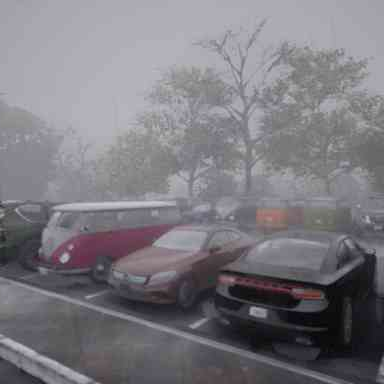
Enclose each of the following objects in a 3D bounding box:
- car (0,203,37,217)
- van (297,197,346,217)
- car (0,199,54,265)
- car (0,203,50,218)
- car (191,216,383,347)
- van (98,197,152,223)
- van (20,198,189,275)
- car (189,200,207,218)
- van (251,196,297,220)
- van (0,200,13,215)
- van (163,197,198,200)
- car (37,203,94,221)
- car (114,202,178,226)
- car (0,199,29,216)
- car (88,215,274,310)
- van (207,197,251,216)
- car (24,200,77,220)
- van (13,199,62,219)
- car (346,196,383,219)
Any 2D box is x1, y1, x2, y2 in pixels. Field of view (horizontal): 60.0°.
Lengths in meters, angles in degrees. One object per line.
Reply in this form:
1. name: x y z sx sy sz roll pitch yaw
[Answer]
1. car: -21.556 2.110 39.524 1.946 1.575 5.366 -2 -1 36
2. van: 7.777 1.274 18.896 1.878 1.987 4.442 0 0 36
3. car: -4.414 1.272 11.429 2.435 2.045 5.566 0 0 36
4. car: -19.202 2.057 38.059 2.231 1.521 4.892 -1 -1 36
5. car: 2.339 1.490 6.553 2.097 1.535 5.008 0 0 36
6. van: -5.621 1.498 28.488 1.878 1.987 4.442 -1 -1 36
7. van: -2.241 1.286 9.695 1.878 1.987 4.442 0 0 36
8. car: 1.073 1.558 23.558 2.097 1.535 5.008 -1 -1 36
9. van: 5.626 1.284 20.436 1.878 1.987 4.442 0 0 36
10. van: -25.985 2.024 43.067 1.878 1.987 4.442 -2 -1 36
11. van: -1.254 1.388 25.074 1.878 1.987 4.442 -1 -1 36
12. car: -12.547 1.893 33.296 2.097 1.535 5.008 -1 -1 36
13. car: -3.540 1.666 26.627 1.946 1.575 5.366 -1 -1 36
14. car: -23.687 1.924 41.312 2.435 2.045 5.566 -2 -1 36
15. car: 0.087 1.541 8.175 2.002 1.452 4.674 0 0 36
16. van: 3.130 1.295 21.936 1.878 1.987 4.442 -1 0 36
17. car: -14.715 1.820 34.816 2.185 1.767 4.553 -1 -1 36
18. van: -16.882 1.775 36.549 1.878 1.987 4.442 -1 -1 36
19. car: 9.945 1.237 17.166 2.435 2.045 5.566 0 0 36
